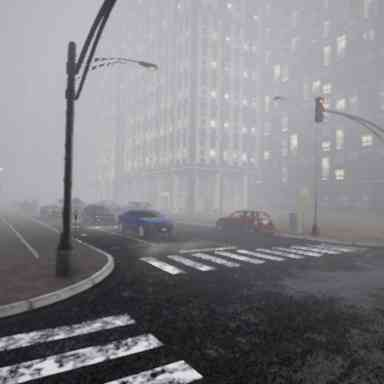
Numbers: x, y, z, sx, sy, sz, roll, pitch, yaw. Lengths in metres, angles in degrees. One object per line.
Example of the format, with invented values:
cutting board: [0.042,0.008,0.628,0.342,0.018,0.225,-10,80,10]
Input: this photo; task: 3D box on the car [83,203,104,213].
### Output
car: [-14.733,2.347,49.700,1.947,1.339,4.313,2,-2,-32]

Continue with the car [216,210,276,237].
car: [3.246,1.865,20.973,1.967,1.590,4.097,2,-2,-32]

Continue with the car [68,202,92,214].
car: [-15.531,2.215,45.998,2.033,1.411,5.357,2,-2,-31]

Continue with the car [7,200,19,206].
car: [-39.809,2.437,73.990,2.008,1.369,4.403,2,-2,-32]

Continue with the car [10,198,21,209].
car: [-30.817,2.014,59.631,2.192,1.841,5.009,2,-2,-32]

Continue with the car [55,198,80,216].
car: [-13.417,1.694,36.731,2.150,2.045,5.566,2,-2,-32]

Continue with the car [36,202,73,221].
car: [-12.848,1.885,30.895,2.008,1.369,4.403,2,-2,-32]

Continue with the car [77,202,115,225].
car: [-7.790,1.865,27.697,1.837,1.490,4.892,2,-2,-32]

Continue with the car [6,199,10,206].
car: [-36.814,2.389,69.201,1.947,1.339,4.313,2,-2,-32]

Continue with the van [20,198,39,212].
van: [-21.830,1.855,45.266,1.690,1.788,3.998,2,-2,-32]

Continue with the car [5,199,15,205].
car: [-45.711,2.537,83.423,1.752,1.417,4.829,2,-2,-32]

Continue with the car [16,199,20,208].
car: [-24.831,2.157,50.048,1.802,1.307,4.206,2,-2,-32]

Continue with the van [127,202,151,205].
van: [-5.740,1.942,35.341,1.690,1.788,3.998,2,-2,-32]

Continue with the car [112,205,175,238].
car: [-2.782,1.740,19.690,1.882,1.535,5.008,2,-2,-32]
